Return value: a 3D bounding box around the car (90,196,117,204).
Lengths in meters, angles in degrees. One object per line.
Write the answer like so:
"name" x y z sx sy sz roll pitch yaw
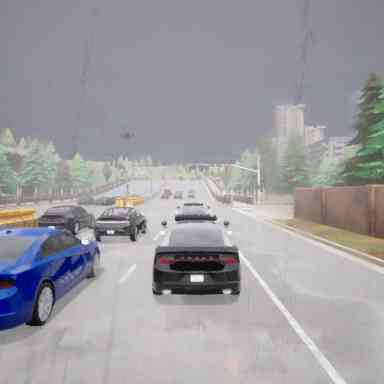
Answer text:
"car" -14.113 1.548 53.285 2.033 1.411 5.357 0 0 0

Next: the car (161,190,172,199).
"car" -7.147 1.071 88.534 1.994 1.385 4.181 0 4 0

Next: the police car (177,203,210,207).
"police car" 0.090 1.425 18.771 1.930 1.638 5.238 0 0 0

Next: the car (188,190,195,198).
"car" -0.164 0.931 91.320 1.895 1.301 4.718 0 4 0

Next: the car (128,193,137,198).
"car" -14.056 1.548 73.193 1.994 1.385 4.181 0 0 0

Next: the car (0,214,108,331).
"car" -3.404 1.478 7.022 1.882 1.535 5.008 0 0 0

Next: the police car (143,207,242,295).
"police car" 0.096 1.425 8.868 1.930 1.638 5.238 0 0 0

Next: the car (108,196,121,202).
"car" -17.572 1.567 75.862 1.895 1.301 4.718 0 0 0

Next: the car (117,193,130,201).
"car" -14.063 1.491 64.207 2.128 1.511 4.902 0 0 0

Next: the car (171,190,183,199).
"car" -3.645 0.903 88.111 2.097 1.767 4.553 0 3 0

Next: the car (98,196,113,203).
"car" -17.531 1.564 67.348 1.994 1.385 4.181 0 0 0

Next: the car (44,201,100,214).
"car" -6.909 1.505 18.730 1.837 1.490 4.892 0 0 0

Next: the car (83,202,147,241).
"car" -3.417 1.492 16.528 2.128 1.511 4.902 0 0 1

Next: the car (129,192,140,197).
"car" -14.116 1.306 83.336 2.128 1.511 4.902 0 2 0

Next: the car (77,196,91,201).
"car" -17.606 1.505 55.190 1.837 1.490 4.892 0 0 0
